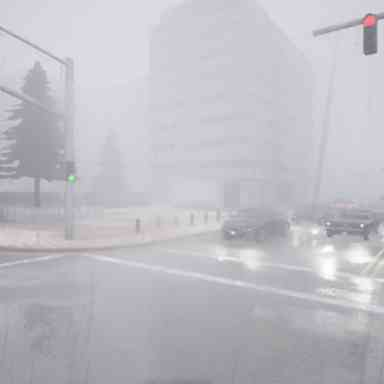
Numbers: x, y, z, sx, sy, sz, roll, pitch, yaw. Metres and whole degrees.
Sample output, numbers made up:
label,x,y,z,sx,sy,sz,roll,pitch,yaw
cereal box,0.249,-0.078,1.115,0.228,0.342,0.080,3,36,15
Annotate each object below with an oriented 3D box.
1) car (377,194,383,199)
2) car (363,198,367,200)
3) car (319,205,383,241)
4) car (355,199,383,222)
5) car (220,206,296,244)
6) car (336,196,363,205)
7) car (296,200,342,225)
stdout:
label,x,y,z,sx,sy,sz,roll,pitch,yaw
car,19.701,1.208,32.808,2.150,2.045,5.566,0,0,36
car,20.490,1.498,39.846,1.812,1.442,4.674,0,0,37
car,8.284,1.587,17.056,1.895,1.301,4.718,0,0,36
car,13.529,1.512,24.298,1.812,1.442,4.674,0,0,36
car,3.130,1.476,15.899,1.837,1.490,4.892,0,0,36
car,14.433,1.324,31.532,2.097,1.767,4.553,0,0,36
car,8.836,1.519,23.795,2.033,1.411,5.357,0,0,36
